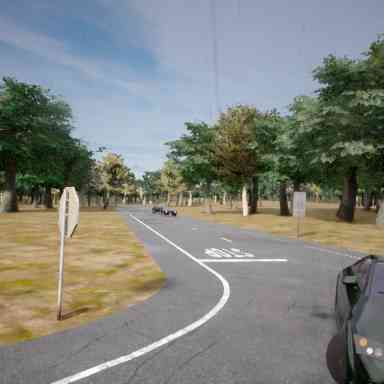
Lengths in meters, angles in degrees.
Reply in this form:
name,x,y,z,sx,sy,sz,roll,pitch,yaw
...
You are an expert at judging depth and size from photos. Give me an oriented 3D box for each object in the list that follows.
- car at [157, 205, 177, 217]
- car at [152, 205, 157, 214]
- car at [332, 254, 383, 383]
name,x,y,z,sx,sy,sz,roll,pitch,yaw
car,-3.457,2.848,48.040,1.895,1.301,4.718,3,-2,-13
car,-5.709,2.959,56.887,1.882,1.535,5.008,3,-2,-14
car,3.113,1.643,4.634,1.994,1.385,4.181,1,-1,22
